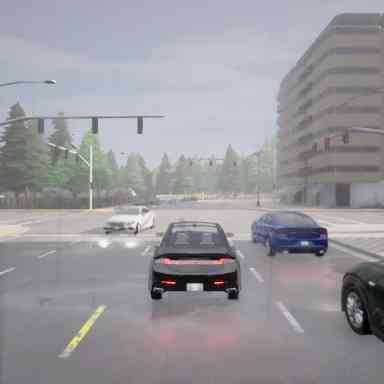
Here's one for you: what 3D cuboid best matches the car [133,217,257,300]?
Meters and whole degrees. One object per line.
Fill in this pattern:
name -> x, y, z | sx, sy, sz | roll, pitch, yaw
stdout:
car -> 0.067, 1.491, 8.383 | 2.128, 1.511, 4.902 | 0, 0, 0

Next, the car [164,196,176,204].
car -> -4.514, 1.521, 65.448 | 1.812, 1.442, 4.674 | 0, 0, 18

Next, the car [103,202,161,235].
car -> -3.415, 1.524, 18.952 | 1.812, 1.442, 4.674 | -1, 0, 10

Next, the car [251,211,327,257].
car -> 3.586, 1.477, 13.028 | 1.882, 1.535, 5.008 | 0, 0, 0

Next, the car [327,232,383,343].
car -> 3.600, 1.352, 3.877 | 2.097, 1.767, 4.553 | 0, 0, 0

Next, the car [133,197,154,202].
car -> -7.027, 1.544, 46.585 | 2.033, 1.411, 5.357 | 0, 0, 1

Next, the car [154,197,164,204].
car -> -6.451, 1.560, 55.956 | 1.994, 1.385, 4.181 | 0, 0, 5

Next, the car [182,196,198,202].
car -> -0.369, 1.519, 74.586 | 1.812, 1.442, 4.674 | 0, 0, 31
